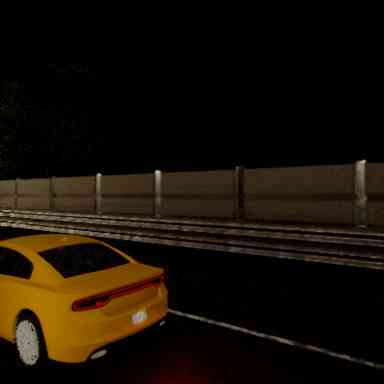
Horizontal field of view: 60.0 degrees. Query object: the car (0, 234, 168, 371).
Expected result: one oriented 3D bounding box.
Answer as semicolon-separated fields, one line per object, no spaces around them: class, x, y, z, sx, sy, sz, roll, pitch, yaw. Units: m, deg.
car;-2.700;1.491;5.795;5.008;1.535;1.882;0;0;36
